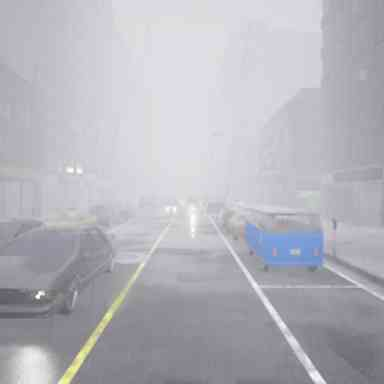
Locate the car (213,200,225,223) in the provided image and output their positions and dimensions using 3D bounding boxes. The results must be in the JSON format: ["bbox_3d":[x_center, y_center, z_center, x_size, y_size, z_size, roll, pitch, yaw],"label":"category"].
[{"bbox_3d":[2.669,1.485,21.773,2.008,1.369,4.403,0,0,0],"label":"car"}]

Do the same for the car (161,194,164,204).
[{"bbox_3d":[-5.855,1.392,50.107,2.008,1.369,4.403,0,0,0],"label":"car"}]

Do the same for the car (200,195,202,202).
[{"bbox_3d":[2.670,1.407,50.120,1.947,1.339,4.313,0,0,0],"label":"car"}]

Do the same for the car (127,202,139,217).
[{"bbox_3d":[-5.856,1.461,27.434,1.887,1.381,4.507,0,0,0],"label":"car"}]

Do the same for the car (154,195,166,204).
[{"bbox_3d":[-5.854,1.327,61.274,1.752,1.417,4.829,0,0,0],"label":"car"}]

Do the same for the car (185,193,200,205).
[{"bbox_3d":[0.008,1.340,53.218,1.837,1.490,4.892,0,0,0],"label":"car"}]

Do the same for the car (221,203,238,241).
[{"bbox_3d":[2.669,1.477,16.274,1.752,1.417,4.829,0,0,0],"label":"car"}]

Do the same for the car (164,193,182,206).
[{"bbox_3d":[-3.062,1.331,50.604,2.128,1.511,4.902,0,0,0],"label":"car"}]

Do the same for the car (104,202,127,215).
[{"bbox_3d":[-5.856,1.500,21.766,1.947,1.339,4.313,0,0,0],"label":"car"}]

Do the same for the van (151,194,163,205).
[{"bbox_3d":[-5.855,1.164,55.774,1.690,1.788,3.998,0,0,0],"label":"van"}]

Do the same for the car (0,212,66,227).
[{"bbox_3d":[-5.857,1.535,10.430,1.947,1.339,4.313,0,0,0],"label":"car"}]

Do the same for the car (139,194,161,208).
[{"bbox_3d":[-5.855,1.175,44.438,2.192,1.841,5.009,0,0,0],"label":"car"}]

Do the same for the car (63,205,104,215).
[{"bbox_3d":[-5.857,1.478,15.927,1.752,1.417,4.829,0,0,0],"label":"car"}]

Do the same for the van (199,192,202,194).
[{"bbox_3d":[2.672,1.119,67.128,1.690,1.788,3.998,0,0,0],"label":"van"}]

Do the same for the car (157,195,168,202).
[{"bbox_3d":[-5.854,1.304,66.943,1.752,1.417,4.829,0,0,0],"label":"car"}]

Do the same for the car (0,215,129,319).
[{"bbox_3d":[-3.090,1.525,7.798,2.033,1.411,5.357,0,0,0],"label":"car"}]

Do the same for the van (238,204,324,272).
[{"bbox_3d":[2.668,1.310,10.434,1.690,1.788,3.998,0,0,0],"label":"van"}]

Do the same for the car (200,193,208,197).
[{"bbox_3d":[2.671,1.373,55.788,2.008,1.369,4.403,0,0,0],"label":"car"}]

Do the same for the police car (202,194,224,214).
[{"bbox_3d":[2.368,1.320,33.863,1.930,1.638,5.238,0,0,0],"label":"police car"}]
